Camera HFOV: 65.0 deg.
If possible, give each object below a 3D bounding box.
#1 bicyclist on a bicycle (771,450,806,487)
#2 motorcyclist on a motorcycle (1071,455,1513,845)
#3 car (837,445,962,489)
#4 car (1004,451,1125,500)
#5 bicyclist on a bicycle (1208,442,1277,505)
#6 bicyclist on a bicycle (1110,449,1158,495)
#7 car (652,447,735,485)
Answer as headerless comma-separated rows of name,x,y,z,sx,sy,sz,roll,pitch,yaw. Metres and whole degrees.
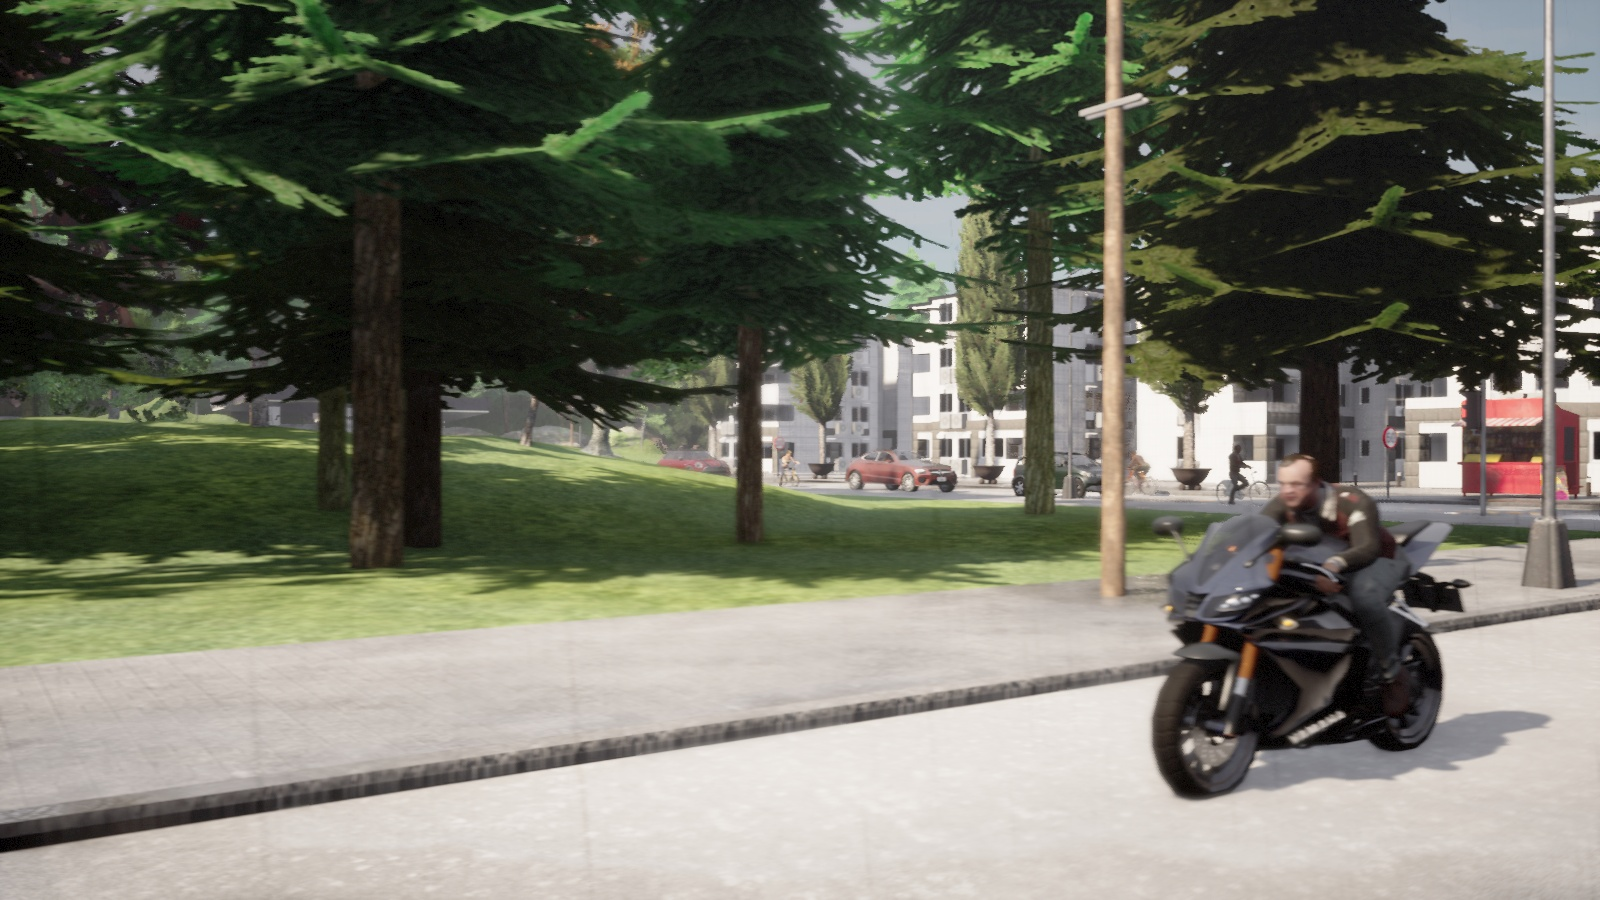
bicyclist on a bicycle,-0.514,0.818,55.306,0.866,1.612,1.509,0,0,-34
motorcyclist on a motorcycle,2.366,0.789,5.917,2.191,1.530,0.866,0,0,-35
car,3.822,0.636,49.052,2.152,1.651,5.027,0,0,-35
car,8.782,0.808,41.921,1.789,1.549,3.705,0,0,-35
bicyclist on a bicycle,12.756,0.677,36.253,0.659,1.776,1.843,0,0,-34
bicyclist on a bicycle,11.840,0.782,44.529,0.582,1.620,1.656,0,-1,-35
car,-5.319,0.767,62.202,2.097,1.767,4.553,0,0,-35
